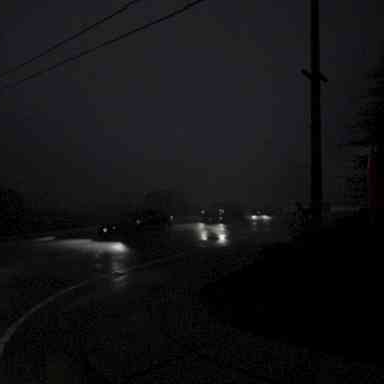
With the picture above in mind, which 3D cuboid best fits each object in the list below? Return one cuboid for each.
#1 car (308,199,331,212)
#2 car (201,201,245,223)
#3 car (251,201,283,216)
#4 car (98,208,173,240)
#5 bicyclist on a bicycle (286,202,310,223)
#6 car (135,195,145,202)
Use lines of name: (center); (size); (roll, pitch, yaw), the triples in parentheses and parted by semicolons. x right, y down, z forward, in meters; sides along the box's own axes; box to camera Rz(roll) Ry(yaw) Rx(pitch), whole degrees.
car: (15.456, 1.625, 40.248); (2.128, 1.511, 4.902); (-1, 0, 33)
car: (2.576, 1.508, 27.025); (2.097, 1.767, 4.553); (-1, 0, 33)
car: (8.135, 1.709, 35.666); (2.033, 1.411, 5.357); (-1, 0, 33)
car: (-2.966, 1.656, 18.388); (1.837, 1.490, 4.892); (-1, -1, 33)
bicyclist on a bicycle: (6.022, 1.388, 18.544); (1.656, 1.620, 0.582); (-1, -1, 33)
car: (-13.922, 1.696, 86.468); (3.866, 1.878, 1.905); (-2, 6, -11)
